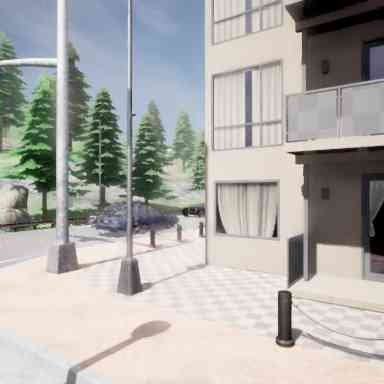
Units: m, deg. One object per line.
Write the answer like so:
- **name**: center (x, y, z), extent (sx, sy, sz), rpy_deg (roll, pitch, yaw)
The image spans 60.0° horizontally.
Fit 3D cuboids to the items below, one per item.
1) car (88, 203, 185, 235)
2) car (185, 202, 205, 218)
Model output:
- **car**: center (-2.945, 1.562, 19.034), extent (2.033, 1.411, 5.357), rpy_deg (0, 0, 35)
- **car**: center (1.003, 1.616, 31.032), extent (1.895, 1.301, 4.718), rpy_deg (0, 0, 35)
